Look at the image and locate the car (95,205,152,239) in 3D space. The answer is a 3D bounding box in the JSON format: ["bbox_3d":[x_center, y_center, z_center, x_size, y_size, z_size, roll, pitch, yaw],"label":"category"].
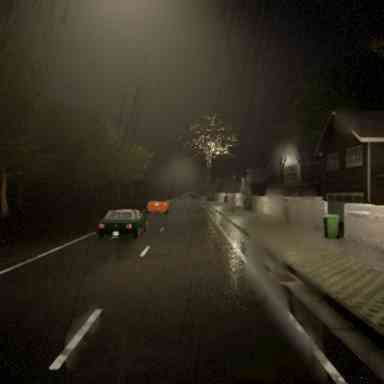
[{"bbox_3d":[-3.404,1.554,17.094,1.895,1.301,4.718,0,0,0],"label":"car"}]

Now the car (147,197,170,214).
[{"bbox_3d":[-3.408,1.247,34.514,2.097,1.767,4.553,0,0,0],"label":"car"}]
